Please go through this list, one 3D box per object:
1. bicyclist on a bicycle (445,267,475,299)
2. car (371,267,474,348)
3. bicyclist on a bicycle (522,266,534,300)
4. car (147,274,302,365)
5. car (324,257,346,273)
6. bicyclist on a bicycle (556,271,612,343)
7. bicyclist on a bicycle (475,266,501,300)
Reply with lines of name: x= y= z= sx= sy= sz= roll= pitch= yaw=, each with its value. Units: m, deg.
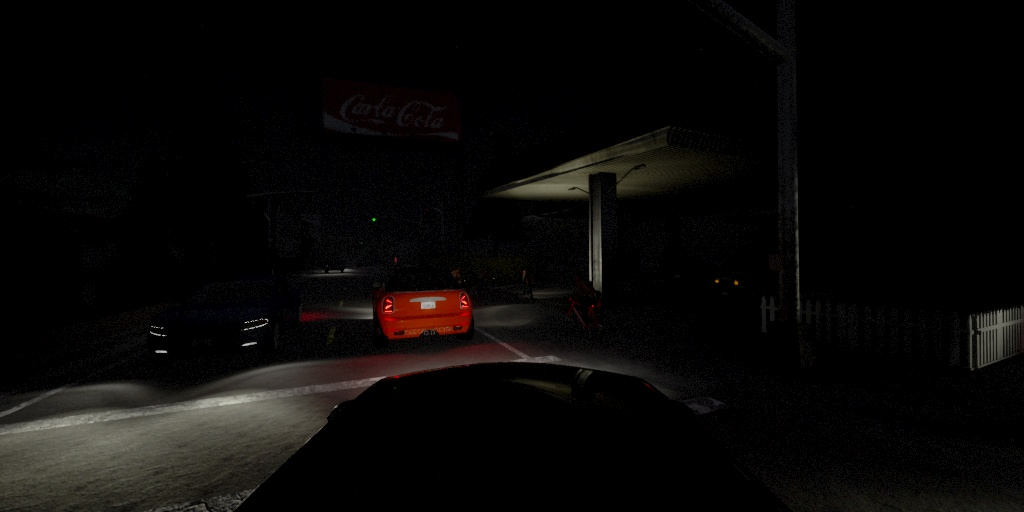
bicyclist on a bicycle: x=-2.617 y=1.316 z=16.374 sx=1.656 sy=1.620 sz=0.582 roll=1 pitch=0 yaw=37
car: x=-2.539 y=1.056 z=9.447 sx=2.097 sy=1.767 sz=4.553 roll=-1 pitch=0 yaw=-22
bicyclist on a bicycle: x=0.800 y=1.330 z=17.870 sx=0.582 sy=1.620 sz=1.656 roll=-1 pitch=0 yaw=16
car: x=-6.253 y=1.216 z=8.379 sx=1.882 sy=1.535 sz=5.008 roll=-1 pitch=0 yaw=-23
car: x=-23.680 y=1.201 z=47.821 sx=2.150 sy=2.045 sz=5.566 roll=-1 pitch=0 yaw=-25
bicyclist on a bicycle: x=1.709 y=1.199 z=8.660 sx=0.582 sy=1.620 sz=1.656 roll=3 pitch=-2 yaw=-42
bicyclist on a bicycle: x=-1.309 y=1.342 z=17.756 sx=1.656 sy=1.620 sz=0.582 roll=0 pitch=0 yaw=-21
